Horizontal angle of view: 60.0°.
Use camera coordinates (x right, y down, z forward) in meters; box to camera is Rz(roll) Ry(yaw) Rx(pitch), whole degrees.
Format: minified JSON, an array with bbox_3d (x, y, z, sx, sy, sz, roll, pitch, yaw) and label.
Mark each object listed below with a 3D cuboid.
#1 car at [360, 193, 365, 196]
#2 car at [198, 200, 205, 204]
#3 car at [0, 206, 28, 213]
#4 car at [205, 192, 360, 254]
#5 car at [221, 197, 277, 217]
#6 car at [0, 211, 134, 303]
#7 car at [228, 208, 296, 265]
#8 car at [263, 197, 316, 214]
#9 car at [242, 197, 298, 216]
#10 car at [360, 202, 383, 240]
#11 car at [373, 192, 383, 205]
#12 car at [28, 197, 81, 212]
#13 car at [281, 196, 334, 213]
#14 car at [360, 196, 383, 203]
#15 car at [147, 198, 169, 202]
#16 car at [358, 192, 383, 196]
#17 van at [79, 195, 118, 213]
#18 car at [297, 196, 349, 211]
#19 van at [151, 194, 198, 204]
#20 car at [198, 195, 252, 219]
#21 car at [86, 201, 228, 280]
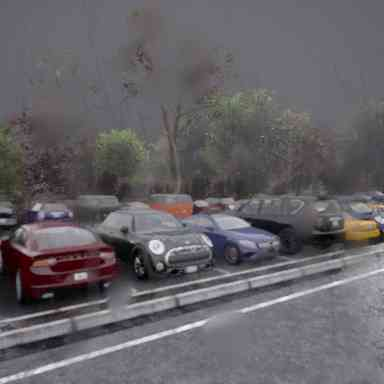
[{"bbox_3d":[16.635,1.187,38.345,2.231,1.521,4.892,-1,0,-36],"label":"car"},{"bbox_3d":[0.445,1.360,26.792,2.097,1.535,5.008,-1,0,-36],"label":"car"},{"bbox_3d":[-10.957,1.513,18.684,2.163,1.488,4.792,-1,0,-36],"label":"car"},{"bbox_3d":[3.291,1.157,13.408,2.435,2.045,5.566,-1,0,-36],"label":"car"},{"bbox_3d":[5.046,1.311,30.065,2.097,1.535,5.008,-1,0,-36],"label":"car"},{"bbox_3d":[-3.585,1.483,8.455,2.097,1.535,5.008,-1,0,-36],"label":"car"},{"bbox_3d":[1.009,1.473,11.746,2.002,1.452,4.674,-1,0,-36],"label":"car"},{"bbox_3d":[9.722,1.290,33.448,2.163,1.488,4.792,-1,0,-36],"label":"car"},{"bbox_3d":[7.338,1.286,31.714,2.097,1.535,5.008,-1,0,-36],"label":"car"},{"bbox_3d":[5.501,1.381,15.179,1.946,1.575,5.366,-1,0,-36],"label":"car"},{"bbox_3d":[28.160,0.914,46.511,2.185,1.767,4.553,0,0,-36],"label":"car"},{"bbox_3d":[-8.726,1.334,20.199,2.185,1.767,4.553,-1,0,-36],"label":"car"},{"bbox_3d":[12.040,1.235,35.062,2.097,1.535,5.008,-1,0,-36],"label":"car"},{"bbox_3d":[7.889,1.233,16.696,2.185,1.767,4.553,-1,0,-36],"label":"car"},{"bbox_3d":[-4.050,1.410,23.583,2.231,1.521,4.892,-1,0,-36],"label":"car"},{"bbox_3d":[21.221,1.134,41.639,2.231,1.521,4.892,-1,0,-36],"label":"car"},{"bbox_3d":[-6.415,1.208,22.032,1.878,1.987,4.442,-1,0,-36],"label":"van"},{"bbox_3d":[14.338,1.210,36.703,2.097,1.535,5.008,-1,0,-36],"label":"car"},{"bbox_3d":[-1.815,1.158,25.313,1.878,1.987,4.442,-1,0,-36],"label":"van"},{"bbox_3d":[2.727,1.210,28.453,2.185,1.767,4.553,-1,0,-36],"label":"car"},{"bbox_3d":[-1.308,1.333,10.127,2.185,1.767,4.553,-1,0,-36],"label":"car"}]
